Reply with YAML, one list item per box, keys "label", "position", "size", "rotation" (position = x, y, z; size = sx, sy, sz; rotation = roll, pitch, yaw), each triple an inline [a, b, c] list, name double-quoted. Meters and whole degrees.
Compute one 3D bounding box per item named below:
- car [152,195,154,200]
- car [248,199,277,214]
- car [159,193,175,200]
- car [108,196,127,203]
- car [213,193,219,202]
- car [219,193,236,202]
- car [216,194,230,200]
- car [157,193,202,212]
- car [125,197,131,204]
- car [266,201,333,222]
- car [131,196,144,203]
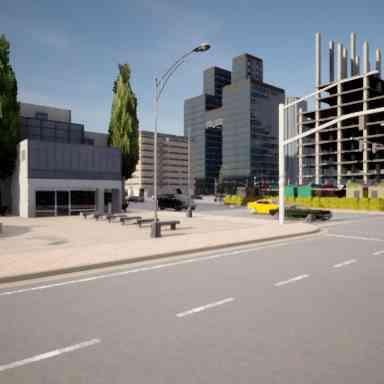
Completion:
- label: "car"
  position: [-8.185, 1.134, 87.346]
  size: [4.605, 1.855, 1.932]
  rotation: [0, 0, -40]
- label: "car"
  position: [7.699, 1.468, 32.550]
  size: [1.882, 1.535, 5.008]
  rotation: [0, 0, -38]
- label: "car"
  position: [-6.381, 1.137, 85.082]
  size: [3.866, 1.878, 1.905]
  rotation: [0, 0, -40]
- label: "car"
  position: [-15.228, 1.493, 67.713]
  size: [1.837, 1.490, 4.892]
  rotation: [0, 0, -38]
- label: "car"
  position: [6.164, 1.137, 69.992]
  size: [3.866, 1.878, 1.905]
  rotation: [0, 0, -40]
- label: "car"
  position: [8.003, 1.376, 67.755]
  size: [3.806, 1.475, 1.970]
  rotation: [0, 0, -40]
- label: "car"
  position: [8.798, 1.370, 94.140]
  size: [3.806, 1.475, 1.970]
  rotation: [0, 0, -40]
- label: "car"
  position: [-1.772, 1.213, 38.941]
  size: [2.150, 2.045, 5.566]
  rotation: [0, 0, -38]
- label: "car"
  position: [-13.409, 1.633, 59.572]
  size: [1.895, 1.301, 4.718]
  rotation: [0, 0, -38]
- label: "car"
  position: [8.426, 1.592, 25.961]
  size: [1.895, 1.301, 4.718]
  rotation: [0, 0, -38]
- label: "car"
  position: [-11.717, 1.477, 68.910]
  size: [2.128, 1.511, 4.902]
  rotation: [0, 0, -38]
